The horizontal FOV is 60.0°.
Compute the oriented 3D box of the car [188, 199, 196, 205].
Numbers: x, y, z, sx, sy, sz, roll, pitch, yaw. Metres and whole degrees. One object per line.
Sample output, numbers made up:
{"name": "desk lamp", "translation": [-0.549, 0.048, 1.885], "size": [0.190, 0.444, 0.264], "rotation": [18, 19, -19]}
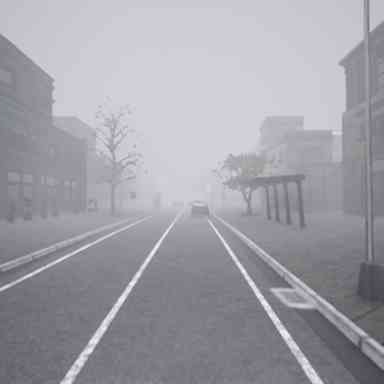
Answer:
{"name": "car", "translation": [-0.016, 2.649, 89.290], "size": [2.033, 1.411, 5.357], "rotation": [0, 0, 0]}

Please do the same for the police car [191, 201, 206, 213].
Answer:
{"name": "police car", "translation": [0.891, 2.070, 47.736], "size": [1.930, 1.638, 5.238], "rotation": [0, -1, 0]}

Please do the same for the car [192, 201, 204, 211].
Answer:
{"name": "car", "translation": [0.890, 2.231, 53.624], "size": [1.882, 1.535, 5.008], "rotation": [0, -1, 0]}

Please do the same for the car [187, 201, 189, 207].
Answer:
{"name": "car", "translation": [-0.013, 2.440, 74.293], "size": [1.837, 1.490, 4.892], "rotation": [0, -1, 0]}

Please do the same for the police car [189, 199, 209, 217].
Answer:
{"name": "police car", "translation": [0.893, 1.885, 37.737], "size": [1.930, 1.638, 5.238], "rotation": [0, -1, 0]}

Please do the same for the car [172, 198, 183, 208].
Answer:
{"name": "car", "translation": [-3.013, 2.276, 70.962], "size": [2.150, 2.045, 5.566], "rotation": [0, -1, 0]}
